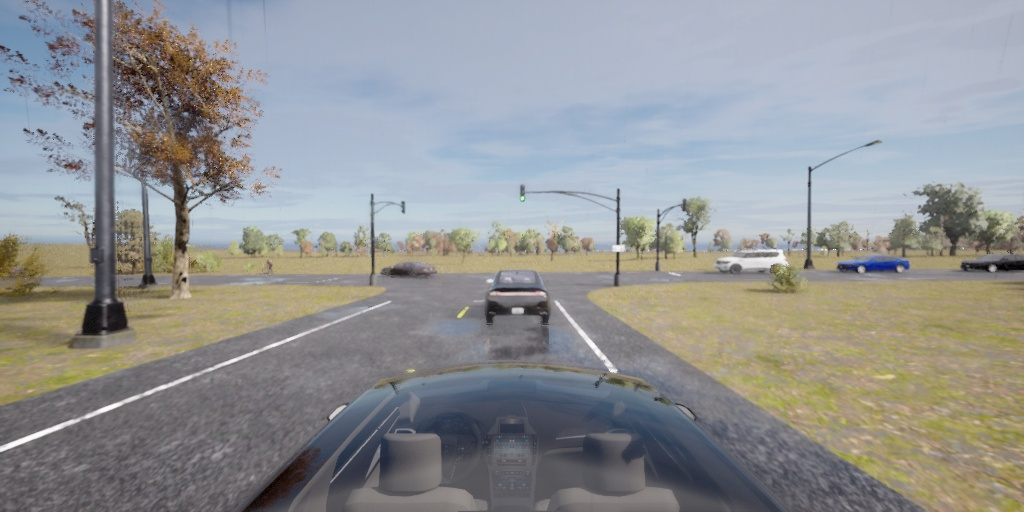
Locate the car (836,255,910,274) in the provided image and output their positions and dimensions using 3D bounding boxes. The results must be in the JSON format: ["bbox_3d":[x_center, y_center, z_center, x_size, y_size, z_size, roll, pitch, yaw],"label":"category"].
[{"bbox_3d":[30.873,0.660,30.757,5.008,1.535,1.882,-1,2,4],"label":"car"}]

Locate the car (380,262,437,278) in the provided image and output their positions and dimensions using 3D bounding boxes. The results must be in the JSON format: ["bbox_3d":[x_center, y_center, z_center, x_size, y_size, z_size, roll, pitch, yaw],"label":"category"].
[{"bbox_3d":[-9.385,1.210,32.458,5.357,1.411,2.033,0,2,25],"label":"car"}]

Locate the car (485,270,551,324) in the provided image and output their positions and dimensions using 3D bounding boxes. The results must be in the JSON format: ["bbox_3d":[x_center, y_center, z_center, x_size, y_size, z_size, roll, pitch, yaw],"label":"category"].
[{"bbox_3d":[0.171,1.189,11.687,2.128,1.511,4.902,0,0,0],"label":"car"}]

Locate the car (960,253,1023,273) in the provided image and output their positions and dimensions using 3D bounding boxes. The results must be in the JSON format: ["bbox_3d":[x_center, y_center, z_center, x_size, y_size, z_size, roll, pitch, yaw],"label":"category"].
[{"bbox_3d":[40.912,0.557,30.059,5.008,1.535,1.882,-1,2,4],"label":"car"}]

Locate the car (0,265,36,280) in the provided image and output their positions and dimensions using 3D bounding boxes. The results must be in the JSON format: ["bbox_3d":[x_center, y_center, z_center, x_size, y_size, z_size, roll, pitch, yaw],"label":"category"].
[{"bbox_3d":[-51.011,1.657,36.292,4.674,1.442,1.812,-1,2,4],"label":"car"}]

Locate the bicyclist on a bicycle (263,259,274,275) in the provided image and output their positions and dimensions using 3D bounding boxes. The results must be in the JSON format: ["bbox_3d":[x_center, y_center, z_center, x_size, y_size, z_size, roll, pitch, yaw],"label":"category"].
[{"bbox_3d":[-26.180,1.186,38.595,0.582,1.620,1.656,-1,0,4],"label":"bicyclist on a bicycle"}]

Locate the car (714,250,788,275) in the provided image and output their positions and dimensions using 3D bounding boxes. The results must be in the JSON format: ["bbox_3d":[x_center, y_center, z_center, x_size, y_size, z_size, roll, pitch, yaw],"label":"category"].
[{"bbox_3d":[20.861,0.512,31.442,5.566,2.045,2.150,-1,2,4],"label":"car"}]
